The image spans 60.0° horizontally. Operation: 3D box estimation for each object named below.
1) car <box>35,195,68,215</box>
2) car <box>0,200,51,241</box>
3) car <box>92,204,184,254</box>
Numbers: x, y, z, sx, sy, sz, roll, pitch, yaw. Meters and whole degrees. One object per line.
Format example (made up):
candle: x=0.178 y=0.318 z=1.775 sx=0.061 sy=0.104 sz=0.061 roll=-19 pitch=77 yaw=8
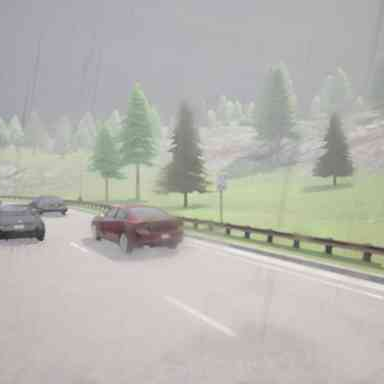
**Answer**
car: x=-10.792 y=0.942 z=24.876 sx=2.033 sy=1.411 sz=5.357 roll=-1 pitch=2 yaw=-36
car: x=-7.529 y=1.221 z=14.018 sx=1.994 sy=1.385 sz=4.181 roll=-1 pitch=2 yaw=-34
car: x=-2.191 y=1.177 z=12.315 sx=1.882 sy=1.535 sz=5.008 roll=-1 pitch=1 yaw=-34
